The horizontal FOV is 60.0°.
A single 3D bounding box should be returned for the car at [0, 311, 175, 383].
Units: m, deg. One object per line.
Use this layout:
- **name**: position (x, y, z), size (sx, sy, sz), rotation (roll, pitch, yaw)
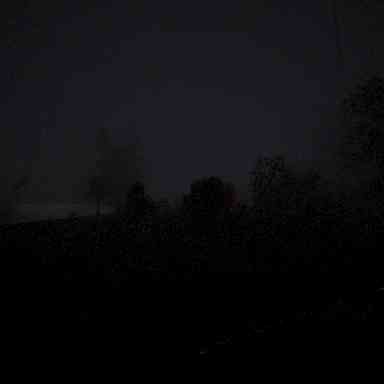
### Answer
- **car**: position (-2.381, 1.472, 1.375), size (5.008, 1.535, 1.882), rotation (0, 0, -35)
